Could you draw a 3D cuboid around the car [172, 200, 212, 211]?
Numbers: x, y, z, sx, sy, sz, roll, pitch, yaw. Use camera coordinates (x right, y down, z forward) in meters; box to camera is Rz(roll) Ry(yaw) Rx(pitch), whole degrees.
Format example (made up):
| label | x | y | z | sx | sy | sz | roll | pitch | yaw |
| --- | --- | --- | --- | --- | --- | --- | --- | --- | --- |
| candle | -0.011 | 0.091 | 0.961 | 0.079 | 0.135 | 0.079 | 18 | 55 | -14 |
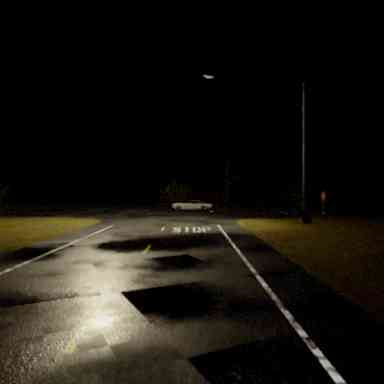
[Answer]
| label | x | y | z | sx | sy | sz | roll | pitch | yaw |
| --- | --- | --- | --- | --- | --- | --- | --- | --- | --- |
| car | -0.043 | 1.567 | 39.455 | 4.718 | 1.301 | 1.895 | 0 | 0 | -1 |
